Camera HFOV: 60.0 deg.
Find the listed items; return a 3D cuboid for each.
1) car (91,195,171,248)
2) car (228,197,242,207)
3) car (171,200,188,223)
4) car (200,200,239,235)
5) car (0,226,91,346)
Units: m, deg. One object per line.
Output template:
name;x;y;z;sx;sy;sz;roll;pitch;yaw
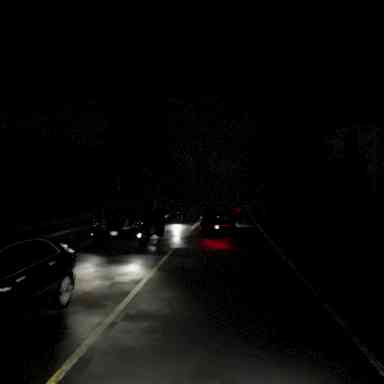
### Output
car;-2.593;1.150;14.896;2.150;2.045;5.566;1;0;6
car;6.191;1.425;47.708;1.812;1.442;4.674;1;0;12
car;-1.432;1.411;25.125;1.837;1.490;4.892;1;0;8
car;1.498;1.457;18.728;1.837;1.490;4.892;0;0;6
car;-3.342;1.460;4.925;1.837;1.490;4.892;1;0;3
